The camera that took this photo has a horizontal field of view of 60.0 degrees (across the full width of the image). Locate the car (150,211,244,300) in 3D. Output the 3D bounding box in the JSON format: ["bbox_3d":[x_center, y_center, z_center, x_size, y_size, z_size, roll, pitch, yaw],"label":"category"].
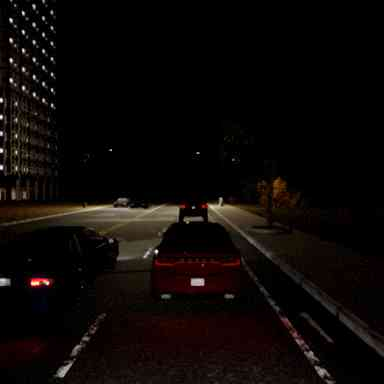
[{"bbox_3d":[0.102,1.475,8.458,1.882,1.535,5.008,0,0,0],"label":"car"}]

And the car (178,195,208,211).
[{"bbox_3d":[0.104,1.215,26.536,2.150,2.045,5.566,0,0,0],"label":"car"}]

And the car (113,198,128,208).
[{"bbox_3d":[-9.756,1.534,47.214,2.033,1.411,5.357,0,0,0],"label":"car"}]

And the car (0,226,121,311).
[{"bbox_3d":[-3.148,1.545,8.033,2.033,1.411,5.357,0,0,0],"label":"car"}]

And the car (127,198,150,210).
[{"bbox_3d":[-6.552,1.513,42.295,1.812,1.442,4.674,0,0,0],"label":"car"}]
